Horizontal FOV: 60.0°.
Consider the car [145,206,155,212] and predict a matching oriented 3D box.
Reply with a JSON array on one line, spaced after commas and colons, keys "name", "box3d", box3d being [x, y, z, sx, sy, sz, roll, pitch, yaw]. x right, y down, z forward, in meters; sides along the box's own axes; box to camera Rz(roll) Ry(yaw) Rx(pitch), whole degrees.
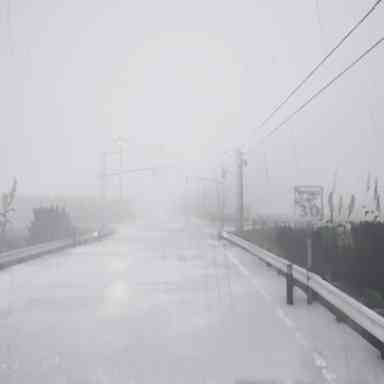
[{"name": "car", "box3d": [-10.642, 4.743, 81.209, 1.994, 1.385, 4.181, 0, -2, -8]}]
